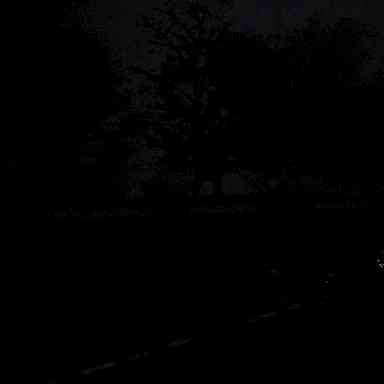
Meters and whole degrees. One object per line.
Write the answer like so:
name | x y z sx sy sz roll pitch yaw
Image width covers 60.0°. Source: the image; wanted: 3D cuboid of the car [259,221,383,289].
car | 3.801 1.594 9.294 4.313 1.339 1.947 0 0 -36
